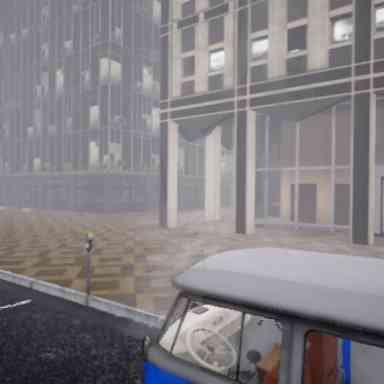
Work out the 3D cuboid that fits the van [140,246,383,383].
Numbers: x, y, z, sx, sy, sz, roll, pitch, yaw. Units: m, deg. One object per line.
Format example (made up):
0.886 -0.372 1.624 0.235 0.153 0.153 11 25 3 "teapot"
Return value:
1.469 1.342 1.815 3.998 1.788 1.690 0 1 35 "van"
